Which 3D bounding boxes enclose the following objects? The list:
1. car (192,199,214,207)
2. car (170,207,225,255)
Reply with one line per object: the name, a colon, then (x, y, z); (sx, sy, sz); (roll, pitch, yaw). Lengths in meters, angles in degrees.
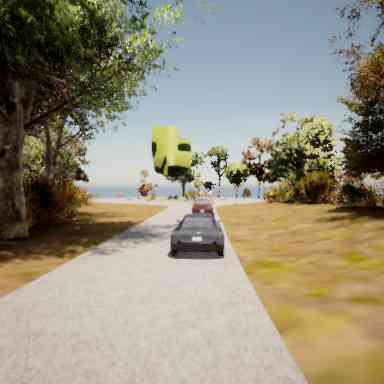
car: (0.925, 1.308, 28.670); (1.812, 1.442, 4.674); (0, 1, 3)
car: (0.267, 1.546, 13.321); (1.994, 1.385, 4.181); (0, 1, 3)
